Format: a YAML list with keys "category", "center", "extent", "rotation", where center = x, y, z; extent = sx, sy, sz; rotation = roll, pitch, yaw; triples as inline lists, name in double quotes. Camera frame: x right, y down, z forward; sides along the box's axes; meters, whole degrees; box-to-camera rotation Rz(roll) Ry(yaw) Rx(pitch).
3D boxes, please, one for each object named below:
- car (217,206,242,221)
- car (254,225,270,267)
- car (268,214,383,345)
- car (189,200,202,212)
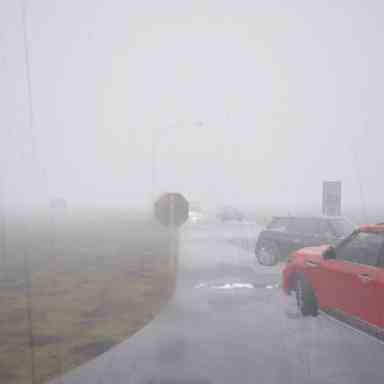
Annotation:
- category: "car"
  center: [3.550, 2.050, 32.081]
  extent: [1.994, 1.385, 4.181]
  rotation: [1, -1, -2]
- category: "car"
  center: [4.223, 1.512, 10.245]
  extent: [2.097, 1.767, 4.553]
  rotation: [0, -1, -42]
- category: "car"
  center: [3.555, 1.406, 5.000]
  extent: [2.150, 2.045, 5.566]
  rotation: [-2, -1, -15]
- category: "car"
  center: [0.310, 2.012, 48.637]
  extent: [2.097, 1.767, 4.553]
  rotation: [1, -1, -2]
